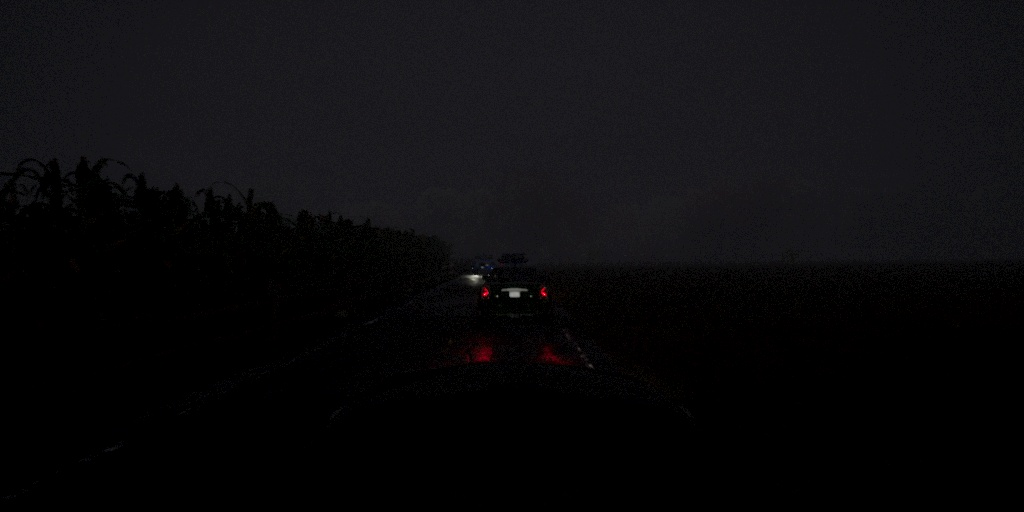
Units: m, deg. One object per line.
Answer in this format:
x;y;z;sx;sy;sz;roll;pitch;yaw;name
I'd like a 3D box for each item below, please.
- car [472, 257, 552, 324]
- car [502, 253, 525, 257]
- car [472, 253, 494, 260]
0.080;1.030;11.743;2.097;1.767;4.553;0;0;0;car
0.085;0.785;27.597;2.150;2.045;5.566;0;0;0;car
-2.847;0.721;37.018;2.150;2.045;5.566;0;0;0;car
